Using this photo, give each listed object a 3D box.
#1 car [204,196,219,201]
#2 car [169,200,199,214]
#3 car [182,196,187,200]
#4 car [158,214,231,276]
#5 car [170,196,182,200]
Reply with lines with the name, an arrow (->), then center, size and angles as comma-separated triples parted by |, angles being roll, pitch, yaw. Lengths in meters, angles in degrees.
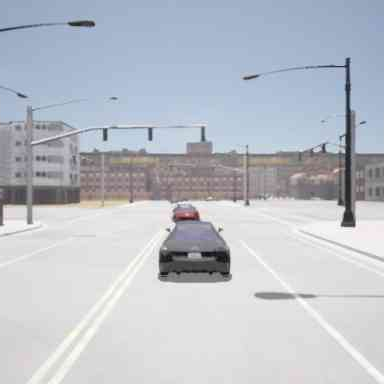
car -> 5.372, 1.879, 91.309 | 1.895, 1.301, 4.718 | 0, 0, 44
car -> -0.616, 1.618, 26.367 | 1.994, 1.385, 4.181 | 0, 0, -8
car -> -2.652, 1.785, 83.577 | 2.128, 1.511, 4.902 | 0, 0, 15
car -> 0.074, 1.597, 10.476 | 1.994, 1.385, 4.181 | 0, 0, 0
car -> -3.512, 1.736, 67.697 | 1.812, 1.442, 4.674 | 0, 0, 0
